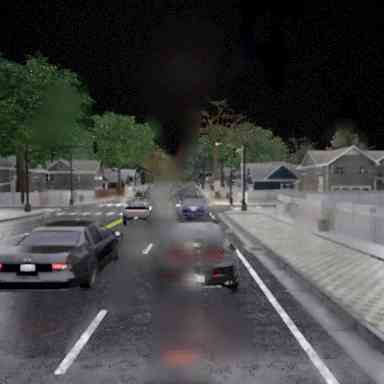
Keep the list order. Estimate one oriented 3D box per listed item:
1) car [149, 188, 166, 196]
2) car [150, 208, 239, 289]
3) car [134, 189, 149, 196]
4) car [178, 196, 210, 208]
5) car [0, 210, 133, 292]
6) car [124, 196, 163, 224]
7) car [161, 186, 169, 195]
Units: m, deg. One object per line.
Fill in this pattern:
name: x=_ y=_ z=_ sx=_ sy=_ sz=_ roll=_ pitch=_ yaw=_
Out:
car: x=-6.574 y=0.423 z=63.601 sx=1.812 sy=1.442 sz=4.674 roll=0 pitch=2 yaw=0
car: x=0.103 y=1.416 z=8.890 sx=1.837 sy=1.490 sz=4.892 roll=0 pitch=1 yaw=0
car: x=-9.826 y=0.461 z=63.579 sx=1.994 sy=1.385 sz=4.181 roll=0 pitch=2 yaw=0
car: x=0.157 y=1.065 z=22.941 sx=2.097 sy=1.767 sz=4.553 roll=0 pitch=1 yaw=2
car: x=-3.143 y=1.460 z=8.847 sx=2.033 sy=1.411 sz=5.357 roll=0 pitch=1 yaw=0
car: x=-3.160 y=1.231 z=21.303 sx=2.128 sy=1.511 sz=4.902 roll=0 pitch=1 yaw=0
car: x=-6.553 y=-0.376 z=78.953 sx=2.150 sy=2.045 sz=5.566 roll=0 pitch=2 yaw=0
